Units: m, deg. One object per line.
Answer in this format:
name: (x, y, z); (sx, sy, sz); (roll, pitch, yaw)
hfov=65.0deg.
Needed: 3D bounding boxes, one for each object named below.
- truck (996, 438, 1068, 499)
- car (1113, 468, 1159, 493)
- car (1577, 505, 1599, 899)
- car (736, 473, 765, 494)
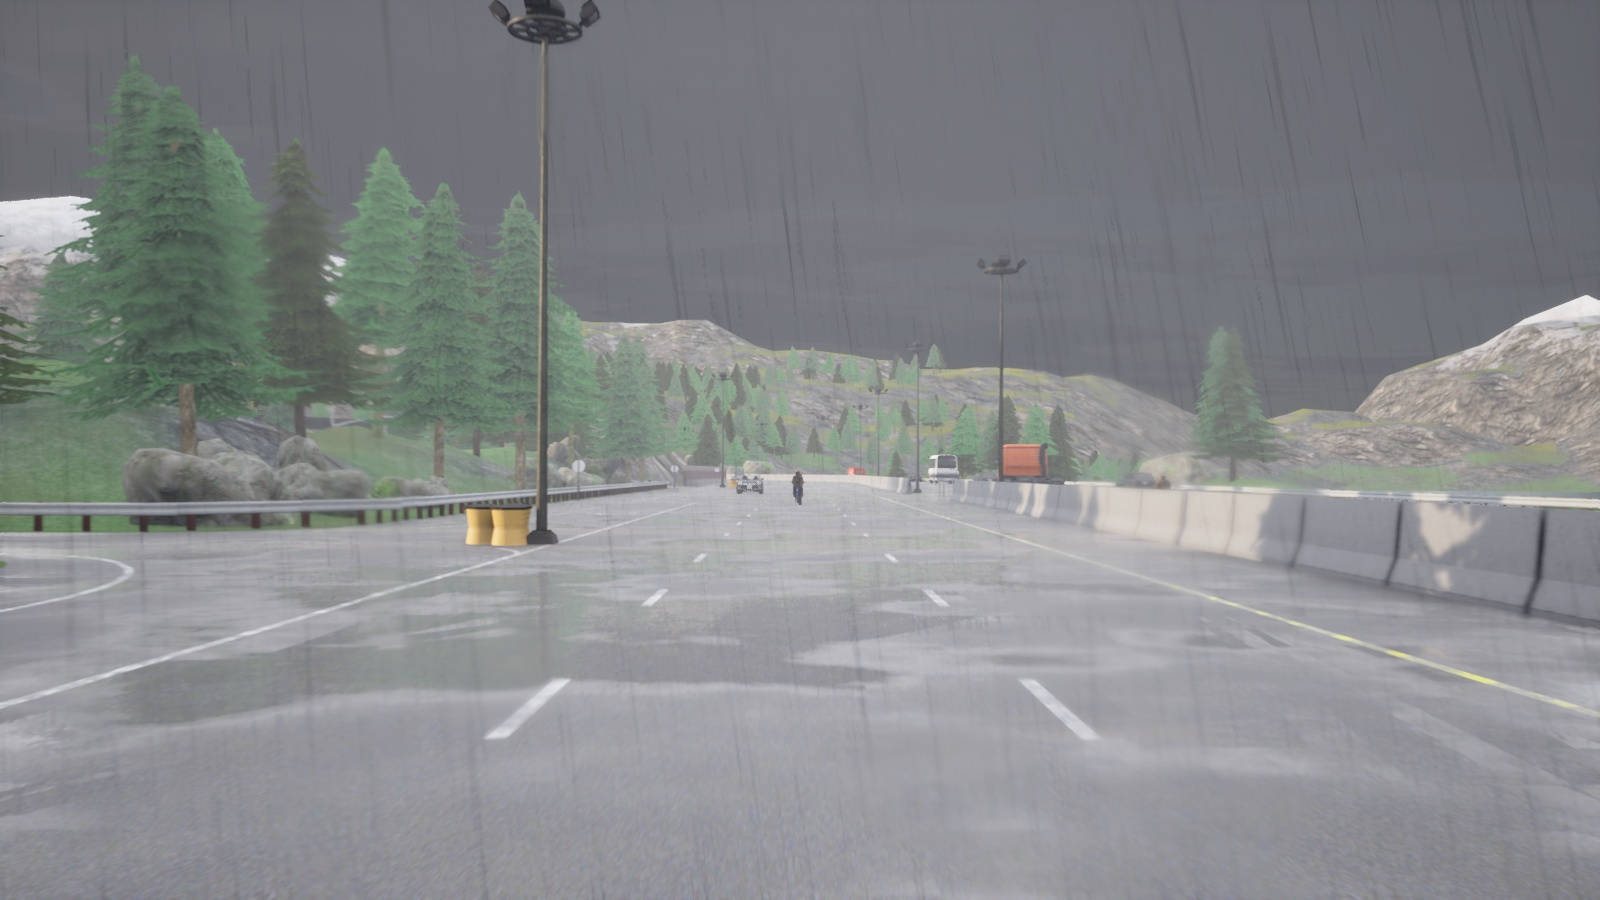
truck: (13.902, 1.139, 75.936); (2.891, 3.462, 7.936); (0, -1, 0)
car: (24.412, 2.213, 91.326); (2.097, 1.767, 4.553); (0, -1, 0)
car: (3.495, 0.861, 1.825); (1.812, 1.442, 4.674); (0, -1, 0)
car: (-3.587, 2.429, 91.141); (1.970, 1.475, 3.806); (0, -1, 0)
